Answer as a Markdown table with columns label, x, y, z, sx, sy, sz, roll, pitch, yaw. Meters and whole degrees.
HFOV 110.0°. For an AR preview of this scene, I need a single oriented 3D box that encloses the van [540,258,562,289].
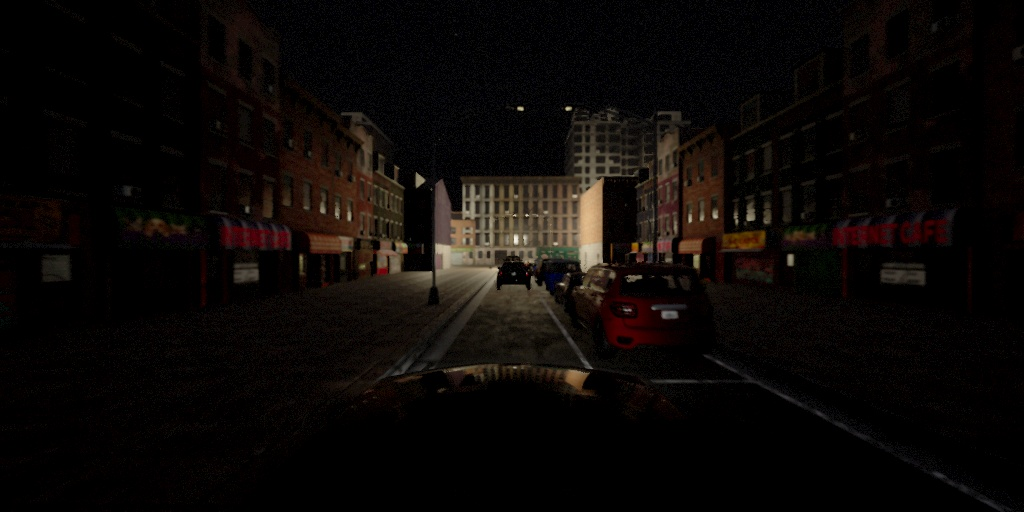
| label | x | y | z | sx | sy | sz | roll | pitch | yaw |
| --- | --- | --- | --- | --- | --- | --- | --- | --- | --- |
| van | 2.643 | 1.088 | 19.327 | 1.690 | 1.789 | 3.998 | 0 | 0 | 0 |

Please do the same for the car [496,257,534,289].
| label | x | y | z | sx | sy | sz | roll | pitch | yaw |
| --- | --- | --- | --- | --- | --- | --- | --- | --- | --- |
| car | 0.107 | 1.098 | 23.358 | 2.097 | 1.767 | 4.553 | 0 | 0 | 0 |

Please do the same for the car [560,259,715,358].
| label | x | y | z | sx | sy | sz | roll | pitch | yaw |
| --- | --- | --- | --- | --- | --- | --- | --- | --- | --- |
| car | 2.640 | 1.063 | 8.376 | 2.192 | 1.841 | 5.009 | 0 | 0 | 0 |

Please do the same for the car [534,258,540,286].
| label | x | y | z | sx | sy | sz | roll | pitch | yaw |
| --- | --- | --- | --- | --- | --- | --- | --- | --- | --- |
| car | 2.645 | 1.061 | 24.802 | 2.192 | 1.841 | 5.009 | 0 | 0 | 0 |

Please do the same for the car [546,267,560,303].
| label | x | y | z | sx | sy | sz | roll | pitch | yaw |
| --- | --- | --- | --- | --- | --- | --- | --- | --- | --- |
| car | 2.641 | 1.298 | 13.852 | 2.007 | 1.370 | 4.403 | 0 | 0 | 0 |
